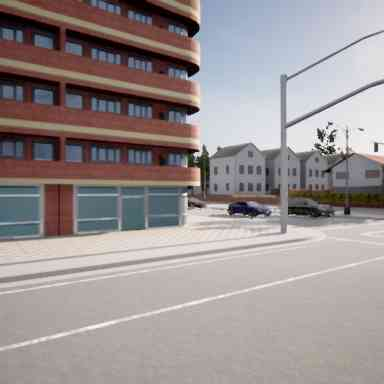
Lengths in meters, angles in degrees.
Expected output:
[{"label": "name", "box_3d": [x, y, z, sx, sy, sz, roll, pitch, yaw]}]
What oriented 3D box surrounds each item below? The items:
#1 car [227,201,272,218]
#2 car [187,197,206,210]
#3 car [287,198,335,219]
[{"label": "car", "box_3d": [5.179, 1.522, 30.574, 1.812, 1.442, 4.674, 0, 0, -35]}, {"label": "car", "box_3d": [-0.171, 1.474, 44.444, 1.882, 1.535, 5.008, 0, 0, -35]}, {"label": "car", "box_3d": [10.225, 1.349, 29.431, 2.097, 1.767, 4.553, 0, 0, -35]}]
